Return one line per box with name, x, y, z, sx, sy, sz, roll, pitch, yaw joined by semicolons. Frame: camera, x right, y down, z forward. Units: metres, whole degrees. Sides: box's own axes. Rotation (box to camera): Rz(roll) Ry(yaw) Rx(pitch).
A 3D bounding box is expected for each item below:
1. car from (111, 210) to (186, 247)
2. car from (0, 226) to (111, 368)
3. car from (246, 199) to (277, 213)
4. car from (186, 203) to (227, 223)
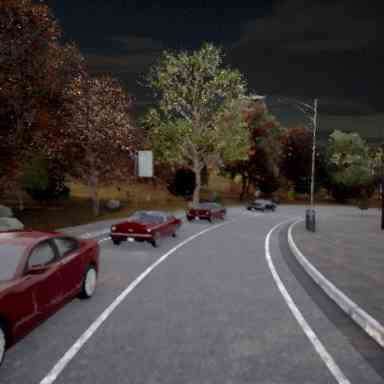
car;-1.871;1.506;14.827;1.895;1.301;4.718;1;0;12
car;-3.124;1.433;5.545;1.882;1.535;5.008;1;0;4
car;8.088;1.540;38.232;2.033;1.411;5.357;4;2;34
car;1.147;1.493;24.812;1.895;1.301;4.718;3;1;21
